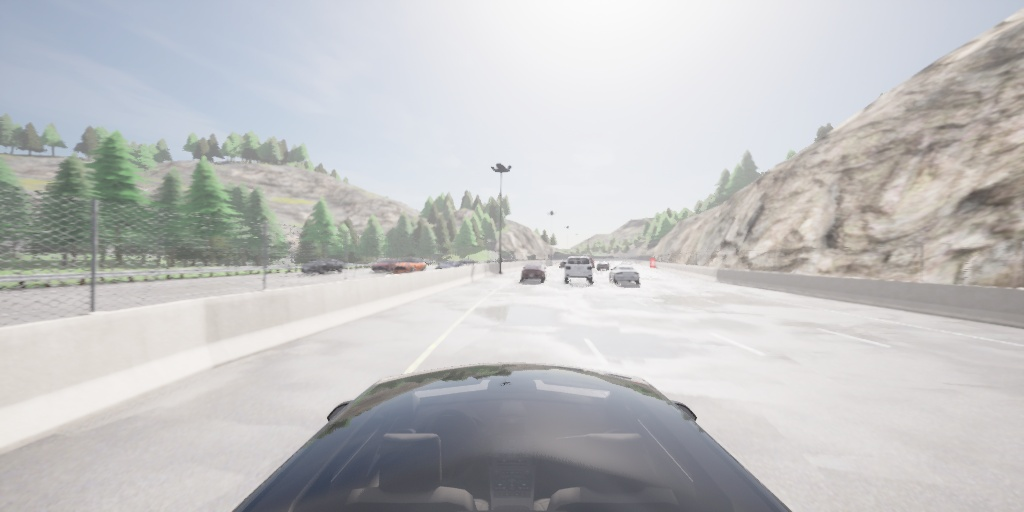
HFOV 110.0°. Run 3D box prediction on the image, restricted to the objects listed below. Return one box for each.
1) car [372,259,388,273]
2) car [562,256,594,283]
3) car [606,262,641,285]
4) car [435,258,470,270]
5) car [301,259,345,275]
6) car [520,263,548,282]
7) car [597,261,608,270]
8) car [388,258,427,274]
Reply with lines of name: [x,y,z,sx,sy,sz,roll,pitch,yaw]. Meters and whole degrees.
car: [-14.021,1.061,41.018,1.882,1.535,5.008,1,0,11]
car: [5.325,1.052,28.995,2.150,2.045,5.566,0,0,8]
car: [8.703,1.400,27.923,1.812,1.442,4.674,0,0,9]
car: [-6.941,1.223,40.880,2.033,1.411,5.357,1,0,11]
car: [-18.519,1.015,35.354,2.128,1.511,4.902,1,0,9]
car: [1.838,1.311,29.412,1.812,1.442,4.674,0,0,9]
car: [14.603,1.511,57.065,2.033,1.411,5.357,1,0,18]
car: [-10.916,0.976,38.487,2.097,1.767,4.553,1,0,10]
